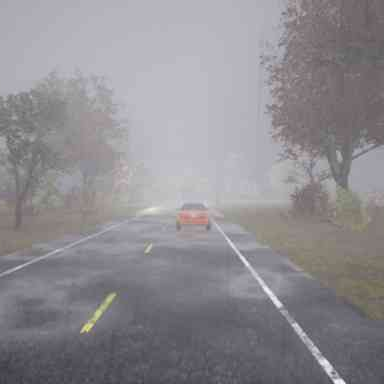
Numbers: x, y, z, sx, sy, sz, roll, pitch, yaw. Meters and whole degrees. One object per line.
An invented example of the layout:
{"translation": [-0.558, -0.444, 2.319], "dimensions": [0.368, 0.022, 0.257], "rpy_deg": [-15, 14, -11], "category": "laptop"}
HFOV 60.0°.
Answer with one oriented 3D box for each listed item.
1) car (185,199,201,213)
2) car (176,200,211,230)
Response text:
{"translation": [0.098, 1.697, 40.926], "dimensions": [1.882, 1.535, 5.008], "rpy_deg": [0, 0, 0], "category": "car"}
{"translation": [0.098, 1.455, 22.044], "dimensions": [2.097, 1.767, 4.553], "rpy_deg": [0, 0, 0], "category": "car"}
